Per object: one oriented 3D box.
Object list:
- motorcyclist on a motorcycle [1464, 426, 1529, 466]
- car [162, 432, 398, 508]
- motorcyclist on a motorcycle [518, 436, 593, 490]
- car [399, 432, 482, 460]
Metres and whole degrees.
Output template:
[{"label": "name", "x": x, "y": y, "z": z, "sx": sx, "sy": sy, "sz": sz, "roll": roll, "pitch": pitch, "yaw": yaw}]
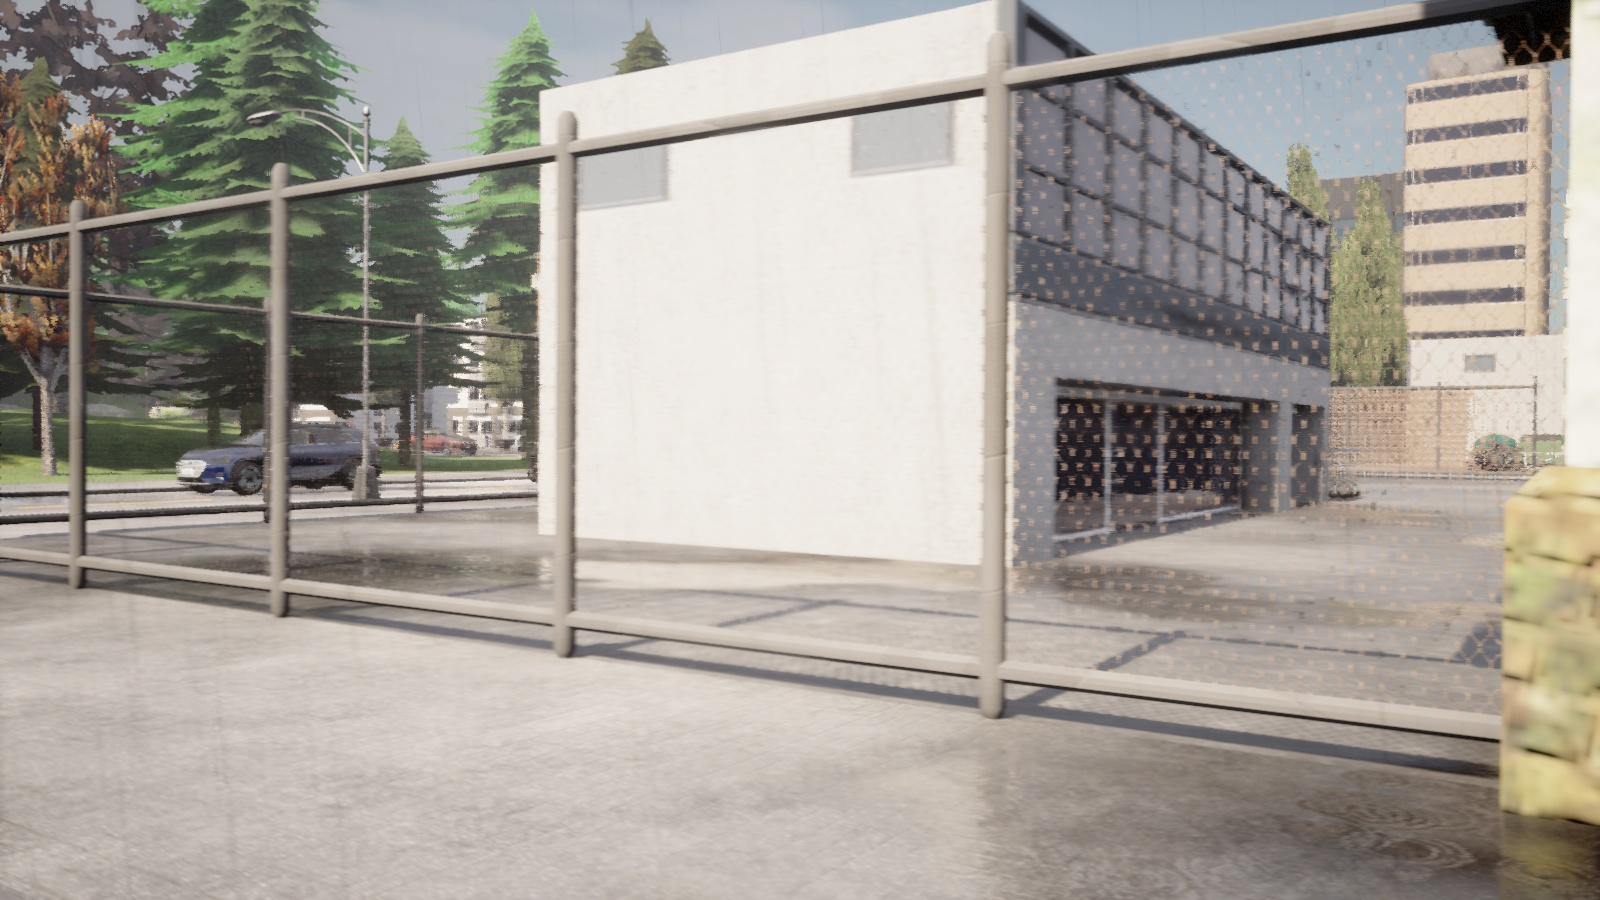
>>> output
[{"label": "motorcyclist on a motorcycle", "x": 27.750, "y": -0.164, "z": 50.060, "sx": 2.191, "sy": 1.530, "sz": 0.866, "roll": 0, "pitch": 1, "yaw": 33}, {"label": "car", "x": -12.217, "y": 0.406, "z": 29.851, "sx": 2.033, "sy": 1.649, "sz": 4.856, "roll": 0, "pitch": 1, "yaw": 33}, {"label": "motorcyclist on a motorcycle", "x": -7.254, "y": 0.363, "z": 37.365, "sx": 0.866, "sy": 1.530, "sz": 2.191, "roll": 0, "pitch": 1, "yaw": 33}, {"label": "car", "x": -22.435, "y": -0.261, "z": 78.330, "sx": 5.027, "sy": 1.651, "sz": 2.152, "roll": 0, "pitch": 1, "yaw": 33}]
